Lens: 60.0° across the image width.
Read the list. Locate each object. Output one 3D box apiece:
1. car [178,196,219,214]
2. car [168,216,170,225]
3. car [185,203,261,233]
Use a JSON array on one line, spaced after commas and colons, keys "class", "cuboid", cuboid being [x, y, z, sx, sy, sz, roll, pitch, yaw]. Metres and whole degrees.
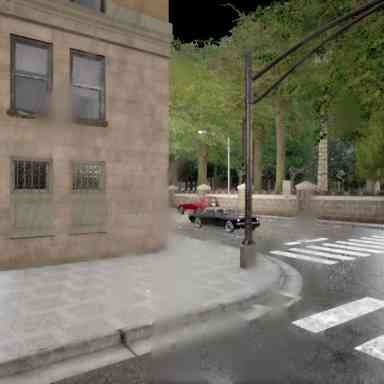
[{"class": "car", "cuboid": [0.601, 1.285, 31.822, 2.192, 1.841, 5.009, 0, 0, -35]}, {"class": "car", "cuboid": [-3.169, 1.544, 22.284, 1.947, 1.339, 4.313, 0, 0, -35]}, {"class": "car", "cuboid": [1.846, 1.586, 19.878, 1.895, 1.301, 4.718, 0, 0, -35]}]
